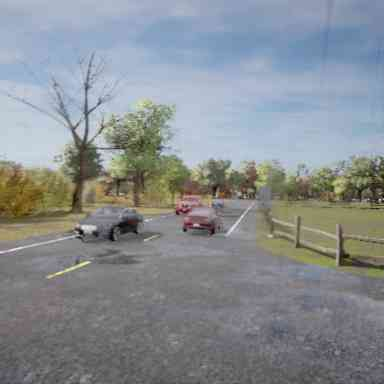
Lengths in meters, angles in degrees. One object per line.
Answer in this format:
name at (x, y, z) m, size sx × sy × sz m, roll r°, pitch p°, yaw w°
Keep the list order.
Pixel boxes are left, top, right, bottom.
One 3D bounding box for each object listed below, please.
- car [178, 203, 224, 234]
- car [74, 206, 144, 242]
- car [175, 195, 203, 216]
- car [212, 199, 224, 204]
car at (0.712, 1.671, 20.475) m, size 1.812 × 1.442 × 4.674 m, roll 2°, pitch 0°, yaw 12°
car at (-3.888, 1.452, 16.396) m, size 2.128 × 1.511 × 4.902 m, roll 2°, pitch 0°, yaw 11°
car at (-0.160, 1.379, 34.658) m, size 2.150 × 2.045 × 5.566 m, roll 2°, pitch -1°, yaw 12°
car at (4.547, 1.925, 57.454) m, size 1.812 × 1.442 × 4.674 m, roll 2°, pitch 0°, yaw 12°
